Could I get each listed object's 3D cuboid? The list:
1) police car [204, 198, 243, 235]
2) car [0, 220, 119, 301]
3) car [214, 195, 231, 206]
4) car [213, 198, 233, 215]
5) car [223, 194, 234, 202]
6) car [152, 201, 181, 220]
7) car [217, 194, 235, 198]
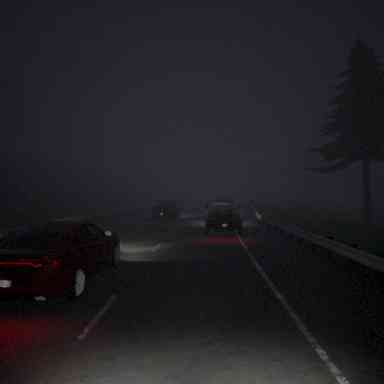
[{"bbox_3d":[1.707,1.349,18.345,1.930,1.638,5.238,0,0,4],"label":"police car"},{"bbox_3d":[-3.204,1.439,8.292,1.882,1.535,5.008,0,0,2],"label":"car"},{"bbox_3d":[4.751,1.280,51.095,2.128,1.511,4.902,0,0,10],"label":"car"},{"bbox_3d":[3.207,1.365,33.809,1.837,1.490,4.892,0,0,7],"label":"car"},{"bbox_3d":[7.439,1.201,66.542,1.882,1.535,5.008,0,0,10],"label":"car"},{"bbox_3d":[-1.999,1.411,26.709,1.812,1.442,4.674,0,0,6],"label":"car"},{"bbox_3d":[2.537,1.235,27.948,2.097,1.767,4.553,0,0,6],"label":"car"}]
